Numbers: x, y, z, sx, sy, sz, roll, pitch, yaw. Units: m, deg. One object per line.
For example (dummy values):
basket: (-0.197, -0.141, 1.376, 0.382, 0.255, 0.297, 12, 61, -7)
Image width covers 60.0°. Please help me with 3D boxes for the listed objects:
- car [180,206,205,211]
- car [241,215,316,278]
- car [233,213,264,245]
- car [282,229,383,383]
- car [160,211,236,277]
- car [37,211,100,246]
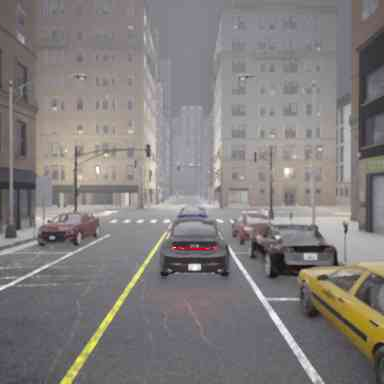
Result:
car: (0.055, 1.569, 20.320, 1.882, 1.535, 5.008, 0, 0, 1)
car: (2.876, 1.612, 10.132, 1.947, 1.339, 4.313, -1, 0, 0)
car: (2.881, 1.653, 15.718, 1.802, 1.307, 4.206, -1, 0, 0)
car: (2.870, 1.547, 4.716, 1.752, 1.417, 4.829, -1, 0, 0)
car: (0.079, 1.552, 10.355, 1.837, 1.490, 4.892, 0, 0, 0)
car: (-5.665, 1.616, 15.723, 1.887, 1.381, 4.507, -1, 0, 0)
